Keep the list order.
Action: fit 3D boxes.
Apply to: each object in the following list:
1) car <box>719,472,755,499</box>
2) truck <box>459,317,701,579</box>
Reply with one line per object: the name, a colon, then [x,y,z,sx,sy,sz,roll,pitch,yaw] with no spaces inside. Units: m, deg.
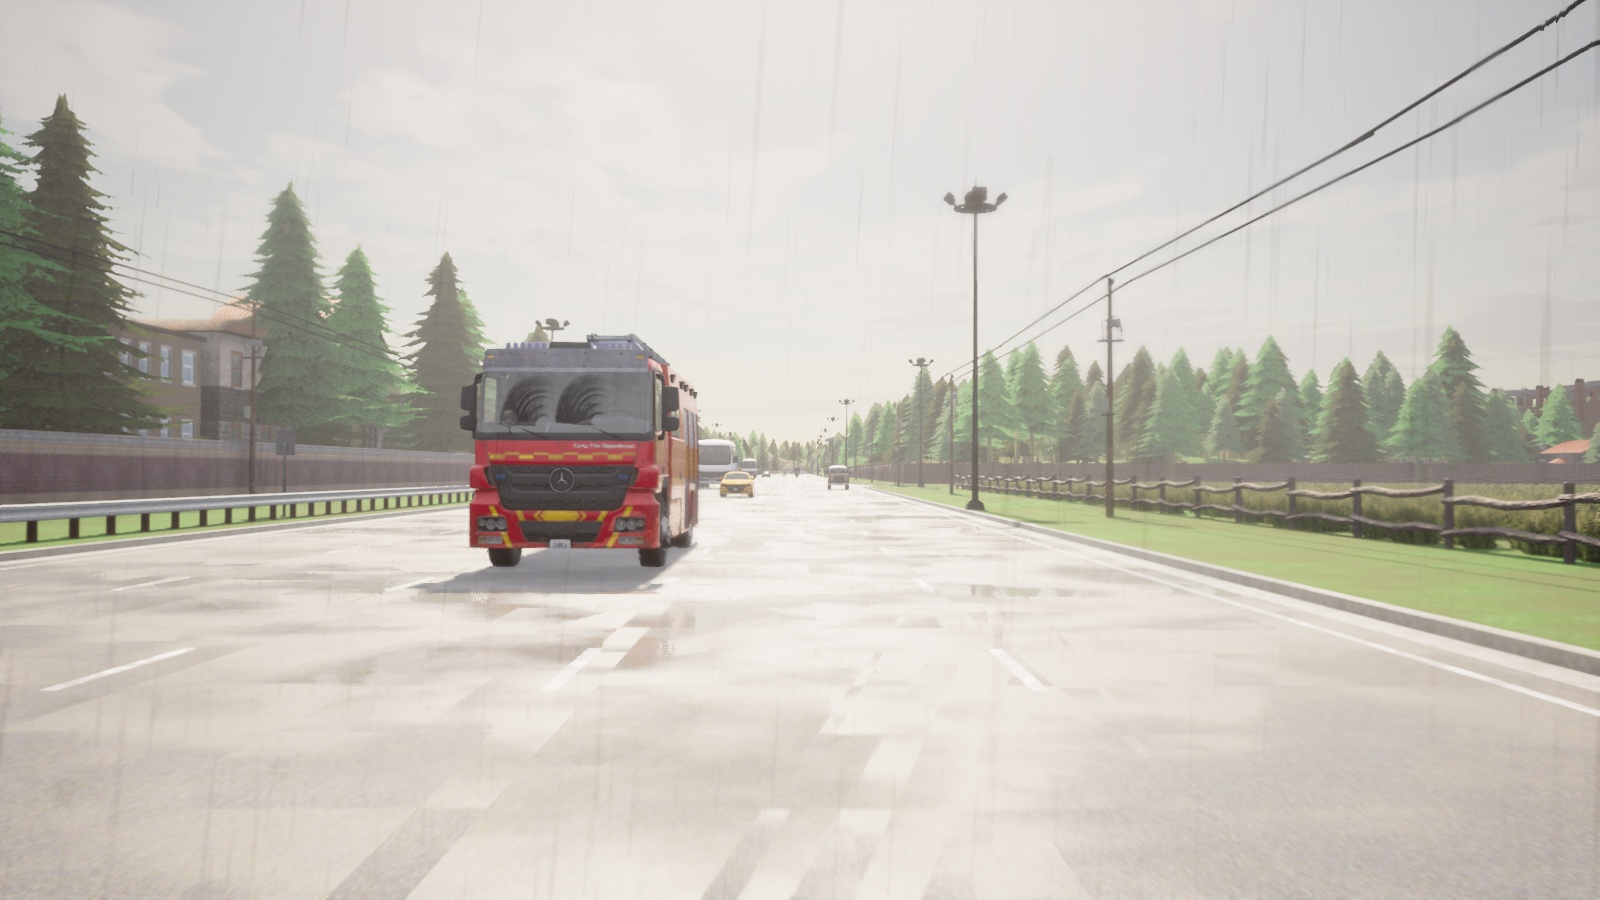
car: [-3.679,2.052,74.365,1.882,1.535,5.008,0,-1,0]
truck: [-3.559,0.043,22.620,2.891,3.827,8.468,0,-1,0]
